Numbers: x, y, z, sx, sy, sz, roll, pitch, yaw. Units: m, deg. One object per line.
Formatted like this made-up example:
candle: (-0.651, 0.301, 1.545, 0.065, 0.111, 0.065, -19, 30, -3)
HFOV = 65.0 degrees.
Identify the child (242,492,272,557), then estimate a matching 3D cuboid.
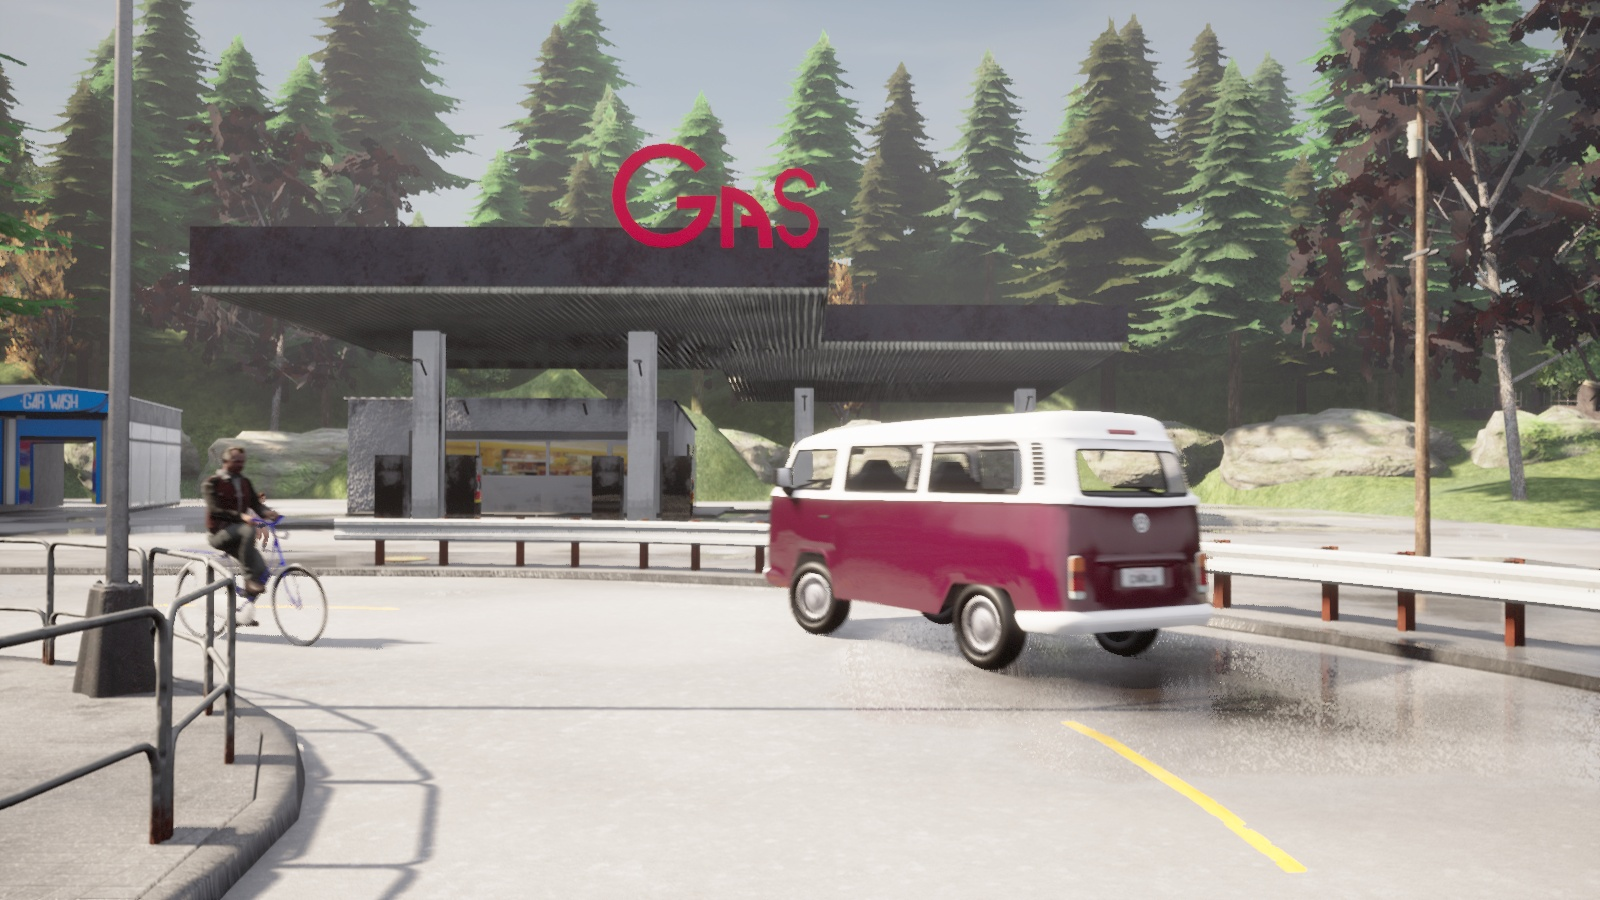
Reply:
child: (-9.452, 1.290, 21.869, 0.394, 1.110, 0.255, 0, -1, 14)

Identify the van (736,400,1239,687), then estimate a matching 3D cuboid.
van: (1.426, 0.714, 11.355, 2.069, 2.038, 4.480, 1, -1, -32)

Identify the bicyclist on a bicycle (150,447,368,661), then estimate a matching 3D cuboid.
bicyclist on a bicycle: (-4.817, 0.883, 11.166, 1.843, 1.776, 0.659, -1, 0, 23)
